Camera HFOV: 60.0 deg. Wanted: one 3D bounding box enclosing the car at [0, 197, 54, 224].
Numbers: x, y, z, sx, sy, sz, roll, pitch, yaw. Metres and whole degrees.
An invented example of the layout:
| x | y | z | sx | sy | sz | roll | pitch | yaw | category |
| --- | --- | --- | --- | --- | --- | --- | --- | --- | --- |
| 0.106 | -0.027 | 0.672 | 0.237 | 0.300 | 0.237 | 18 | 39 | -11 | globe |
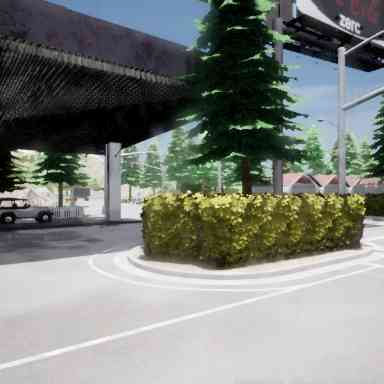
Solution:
| x | y | z | sx | sy | sz | roll | pitch | yaw | category |
| --- | --- | --- | --- | --- | --- | --- | --- | --- | --- |
| -11.936 | 1.313 | 23.503 | 3.866 | 1.878 | 1.905 | 0 | 0 | -36 | car |
